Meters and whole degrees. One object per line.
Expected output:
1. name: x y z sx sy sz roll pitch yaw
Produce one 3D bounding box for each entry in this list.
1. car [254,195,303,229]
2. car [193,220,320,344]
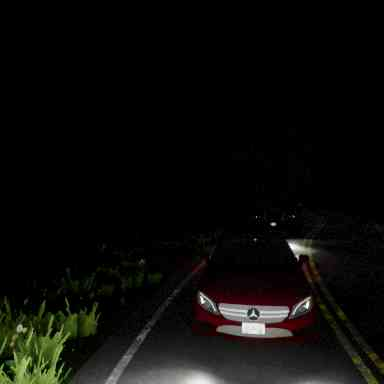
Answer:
1. car: 4.999 1.214 18.833 2.150 2.045 5.566 -2 -1 22
2. car: 1.229 1.534 6.661 1.812 1.442 4.674 -1 0 11
